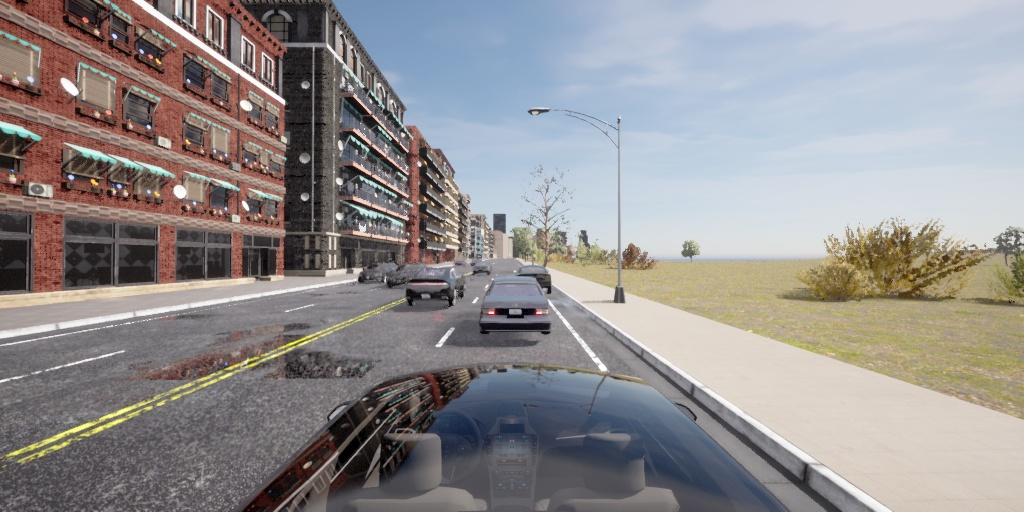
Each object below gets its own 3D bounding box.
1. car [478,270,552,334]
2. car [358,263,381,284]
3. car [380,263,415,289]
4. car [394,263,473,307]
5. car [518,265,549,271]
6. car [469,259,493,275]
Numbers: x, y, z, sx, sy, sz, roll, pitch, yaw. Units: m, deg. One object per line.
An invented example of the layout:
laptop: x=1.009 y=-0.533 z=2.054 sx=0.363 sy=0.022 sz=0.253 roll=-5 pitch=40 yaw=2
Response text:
car: x=0.094 y=1.299 z=10.553 sx=2.033 sy=1.411 sz=5.357 roll=0 pitch=0 yaw=0
car: x=-9.875 y=1.257 z=26.969 sx=1.837 sy=1.490 sz=4.892 roll=0 pitch=0 yaw=0
car: x=-6.621 y=1.257 z=23.371 sx=1.837 sy=1.490 sz=4.892 roll=0 pitch=0 yaw=0
car: x=-3.162 y=1.243 z=15.539 sx=2.128 sy=1.511 sz=4.902 roll=0 pitch=0 yaw=0
car: x=1.120 y=1.230 z=20.316 sx=1.882 sy=1.535 sz=5.008 roll=0 pitch=0 yaw=0
car: x=-3.181 y=1.299 z=38.987 sx=2.033 sy=1.411 sz=5.357 roll=0 pitch=0 yaw=0
